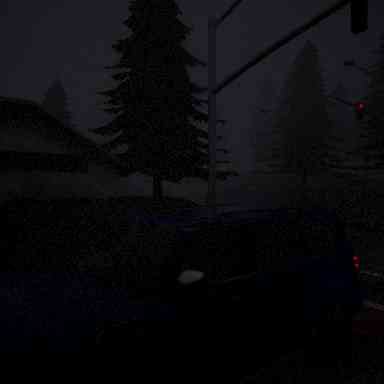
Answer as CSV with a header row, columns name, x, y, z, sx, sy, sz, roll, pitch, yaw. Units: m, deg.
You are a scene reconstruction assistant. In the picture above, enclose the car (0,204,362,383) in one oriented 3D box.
name,x,y,z,sx,sy,sz,roll,pitch,yaw
car,-0.031,1.221,4.177,5.566,2.045,2.150,0,0,-38
